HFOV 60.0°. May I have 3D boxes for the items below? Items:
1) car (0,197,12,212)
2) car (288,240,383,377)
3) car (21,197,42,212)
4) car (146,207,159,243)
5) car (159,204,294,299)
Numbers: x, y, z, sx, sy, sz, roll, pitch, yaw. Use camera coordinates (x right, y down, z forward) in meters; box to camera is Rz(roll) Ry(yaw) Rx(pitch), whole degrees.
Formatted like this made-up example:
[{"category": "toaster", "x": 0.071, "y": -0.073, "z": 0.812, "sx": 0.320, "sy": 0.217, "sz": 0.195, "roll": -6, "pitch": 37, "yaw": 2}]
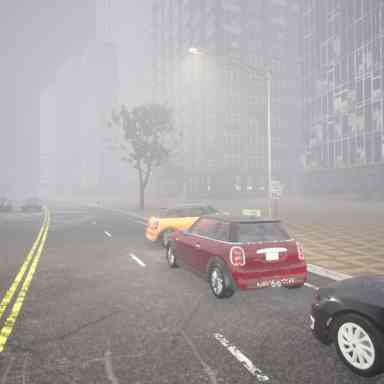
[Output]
[{"category": "car", "x": -21.883, "y": 1.390, "z": 38.042, "sx": 2.097, "sy": 1.767, "sz": 4.553, "roll": 0, "pitch": 0, "yaw": -24}, {"category": "car", "x": 3.607, "y": 1.505, "z": 3.406, "sx": 1.837, "sy": 1.490, "sz": 4.892, "roll": 0, "pitch": 0, "yaw": -36}, {"category": "car", "x": -18.917, "y": 1.392, "z": 39.371, "sx": 2.097, "sy": 1.767, "sz": 4.553, "roll": 0, "pitch": 0, "yaw": -24}, {"category": "car", "x": 0.336, "y": 1.276, "z": 14.488, "sx": 4.553, "sy": 1.767, "sz": 2.097, "roll": -3, "pitch": 1, "yaw": -18}, {"category": "car", "x": 0.860, "y": 1.355, "z": 8.871, "sx": 2.097, "sy": 1.767, "sz": 4.553, "roll": 0, "pitch": 0, "yaw": -22}]
